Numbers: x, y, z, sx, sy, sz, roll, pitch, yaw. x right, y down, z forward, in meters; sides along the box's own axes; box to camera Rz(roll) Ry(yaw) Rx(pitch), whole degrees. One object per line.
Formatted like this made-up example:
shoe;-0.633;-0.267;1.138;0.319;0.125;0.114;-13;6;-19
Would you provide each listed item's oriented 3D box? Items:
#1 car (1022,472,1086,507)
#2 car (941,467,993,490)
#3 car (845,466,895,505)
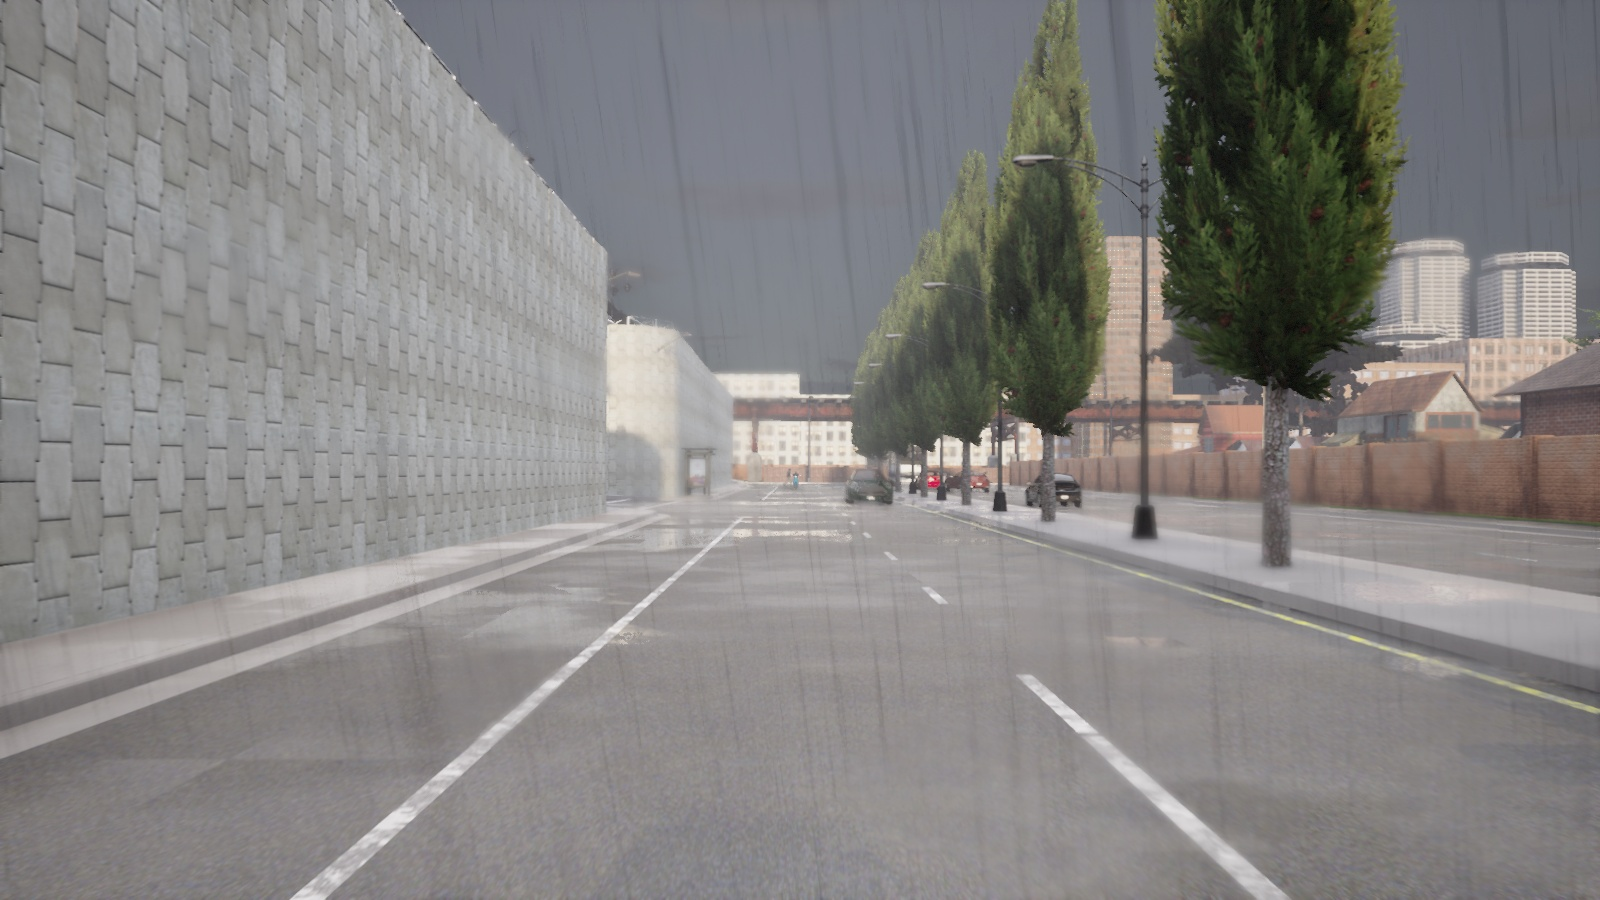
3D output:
car;11.311;1.714;56.229;1.837;1.490;4.892;0;-1;0
car;12.581;2.134;95.145;2.152;1.651;5.027;0;-1;-14
car;3.300;1.655;59.803;2.097;1.767;4.553;0;-1;0
